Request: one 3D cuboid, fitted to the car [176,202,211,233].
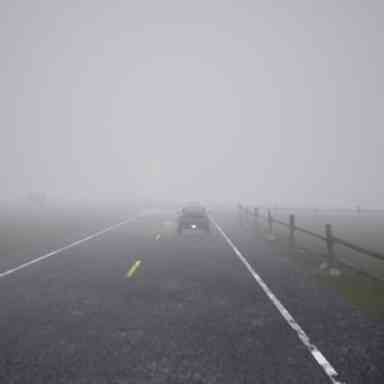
[{"bbox_3d":[0.093,1.605,20.429,1.837,1.490,4.892,0,0,0],"label":"car"}]
